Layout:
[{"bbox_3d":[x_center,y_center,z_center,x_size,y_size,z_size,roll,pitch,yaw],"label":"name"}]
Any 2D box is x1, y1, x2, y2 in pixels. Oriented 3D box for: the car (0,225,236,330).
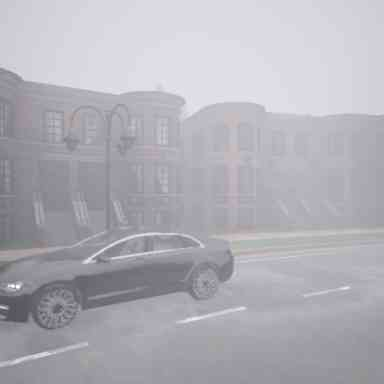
[{"bbox_3d":[-1.370,1.491,6.908,4.902,1.511,2.128,0,0,-30],"label":"car"}]
